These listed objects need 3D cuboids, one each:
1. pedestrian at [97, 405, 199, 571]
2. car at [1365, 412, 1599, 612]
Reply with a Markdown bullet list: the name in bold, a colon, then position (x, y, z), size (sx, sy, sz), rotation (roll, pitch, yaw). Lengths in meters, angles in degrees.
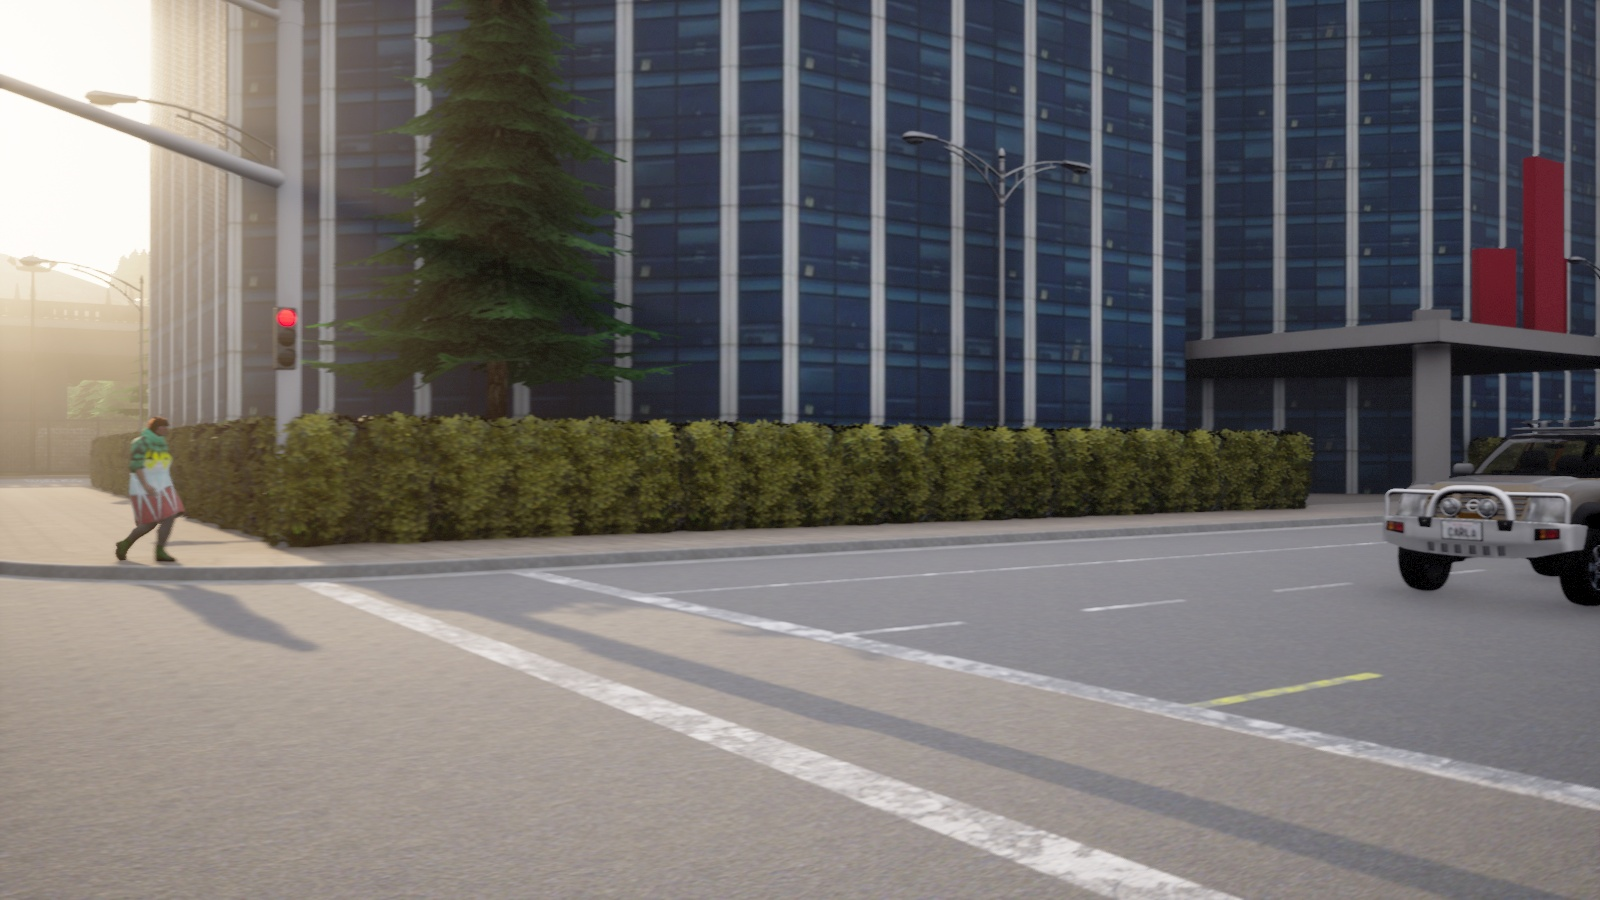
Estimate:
- **pedestrian**: position (-7.892, 0.450, 15.224), size (0.873, 1.952, 0.659), rotation (0, 0, 10)
- **car**: position (8.406, 0.577, 13.772), size (4.605, 1.855, 1.932), rotation (0, 0, -35)
